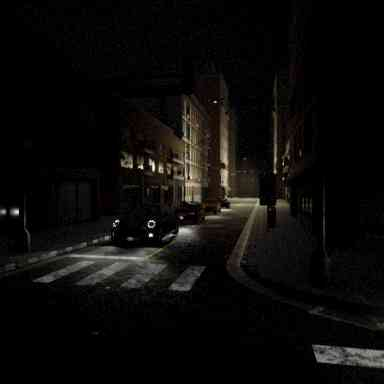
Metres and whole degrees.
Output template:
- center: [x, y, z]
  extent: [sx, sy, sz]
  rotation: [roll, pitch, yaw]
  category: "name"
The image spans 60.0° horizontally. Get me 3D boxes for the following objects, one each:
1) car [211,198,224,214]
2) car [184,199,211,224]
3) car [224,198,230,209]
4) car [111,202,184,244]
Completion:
- center: [1.817, 1.417, 34.127]
  extent: [1.882, 1.535, 5.008]
  rotation: [0, 0, 12]
  category: "car"
- center: [-0.194, 1.450, 24.710]
  extent: [2.128, 1.511, 4.902]
  rotation: [0, 0, 12]
  category: "car"
- center: [3.927, 1.480, 43.863]
  extent: [1.994, 1.385, 4.181]
  rotation: [0, 0, 13]
  category: "car"
- center: [-2.073, 1.326, 15.770]
  extent: [2.097, 1.767, 4.553]
  rotation: [0, 0, 12]
  category: "car"
